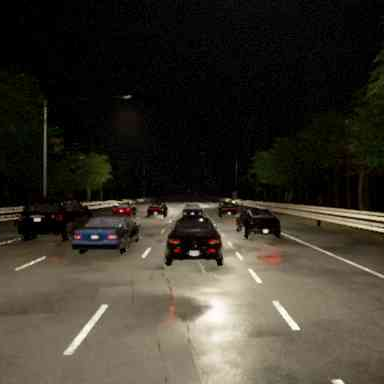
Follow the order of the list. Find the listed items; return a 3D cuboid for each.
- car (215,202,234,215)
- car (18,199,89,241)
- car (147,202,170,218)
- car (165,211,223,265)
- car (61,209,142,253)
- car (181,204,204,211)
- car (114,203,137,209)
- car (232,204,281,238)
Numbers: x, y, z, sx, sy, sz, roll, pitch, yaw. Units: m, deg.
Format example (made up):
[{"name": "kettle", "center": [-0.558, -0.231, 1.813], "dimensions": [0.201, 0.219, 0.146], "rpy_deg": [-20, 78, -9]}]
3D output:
[{"name": "car", "center": [3.555, 1.789, 34.204], "dimensions": [1.837, 1.490, 4.892], "rpy_deg": [0, 0, 0]}, {"name": "car", "center": [-6.923, 1.366, 17.559], "dimensions": [2.150, 2.045, 5.566], "rpy_deg": [0, 0, 0]}, {"name": "car", "center": [-3.445, 1.788, 34.069], "dimensions": [1.837, 1.490, 4.892], "rpy_deg": [0, -1, 0]}, {"name": "car", "center": [0.073, 1.623, 11.951], "dimensions": [1.812, 1.442, 4.674], "rpy_deg": [0, 0, 0]}, {"name": "car", "center": [-3.422, 1.664, 14.202], "dimensions": [2.033, 1.411, 5.357], "rpy_deg": [0, 0, 0]}, {"name": "car", "center": [0.060, 1.789, 29.136], "dimensions": [2.033, 1.411, 5.357], "rpy_deg": [0, 0, 0]}, {"name": "car", "center": [-6.945, 1.852, 34.663], "dimensions": [1.994, 1.385, 4.181], "rpy_deg": [0, 0, 0]}, {"name": "car", "center": [3.574, 1.657, 18.563], "dimensions": [1.837, 1.490, 4.892], "rpy_deg": [0, 0, 0]}]
